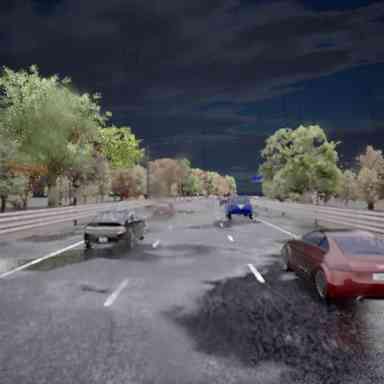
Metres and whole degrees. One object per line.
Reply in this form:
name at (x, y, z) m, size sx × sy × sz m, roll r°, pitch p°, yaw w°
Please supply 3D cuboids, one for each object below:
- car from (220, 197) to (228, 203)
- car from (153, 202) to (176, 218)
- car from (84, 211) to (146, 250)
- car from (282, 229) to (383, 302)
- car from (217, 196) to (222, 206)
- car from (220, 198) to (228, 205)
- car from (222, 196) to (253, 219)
car at (8.196, 2.006, 84.449) m, size 1.882 × 1.535 × 5.008 m, roll 0°, pitch 0°, yaw 6°
car at (-2.676, 1.694, 32.392) m, size 1.812 × 1.442 × 4.674 m, roll 0°, pitch 0°, yaw 2°
car at (-3.230, 1.562, 14.676) m, size 2.128 × 1.511 × 4.902 m, roll 0°, pitch 0°, yaw 1°
car at (3.674, 1.608, 8.403) m, size 1.994 × 1.385 × 4.181 m, roll 0°, pitch 0°, yaw 1°
car at (6.110, 1.879, 62.794) m, size 1.837 × 1.490 × 4.892 m, roll 0°, pitch 0°, yaw 5°
car at (7.077, 1.975, 73.628) m, size 1.812 × 1.442 × 4.674 m, roll 0°, pitch 0°, yaw 6°
car at (4.262, 1.385, 30.899) m, size 2.150 × 2.045 × 5.566 m, roll 0°, pitch 0°, yaw 2°
